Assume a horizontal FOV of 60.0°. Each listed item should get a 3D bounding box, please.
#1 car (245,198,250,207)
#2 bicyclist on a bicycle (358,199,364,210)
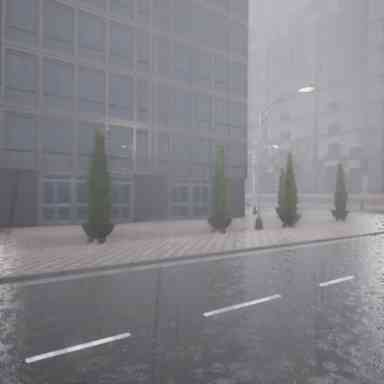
[{"bbox_3d":[8.840,1.897,63.666,2.097,1.767,4.553,1,-1,-36],"label":"car"},{"bbox_3d":[25.178,1.901,49.461,1.656,1.620,0.582,0,0,-36],"label":"bicyclist on a bicycle"}]
